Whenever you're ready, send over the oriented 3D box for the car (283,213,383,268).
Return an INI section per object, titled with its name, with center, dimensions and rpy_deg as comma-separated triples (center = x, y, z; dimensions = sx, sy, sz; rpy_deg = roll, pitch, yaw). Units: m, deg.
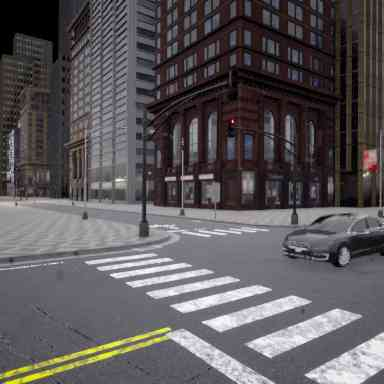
[car]
center = 5.147, 1.508, 11.375
dimensions = 4.892, 1.490, 1.837
rpy_deg = 0, 0, -36
